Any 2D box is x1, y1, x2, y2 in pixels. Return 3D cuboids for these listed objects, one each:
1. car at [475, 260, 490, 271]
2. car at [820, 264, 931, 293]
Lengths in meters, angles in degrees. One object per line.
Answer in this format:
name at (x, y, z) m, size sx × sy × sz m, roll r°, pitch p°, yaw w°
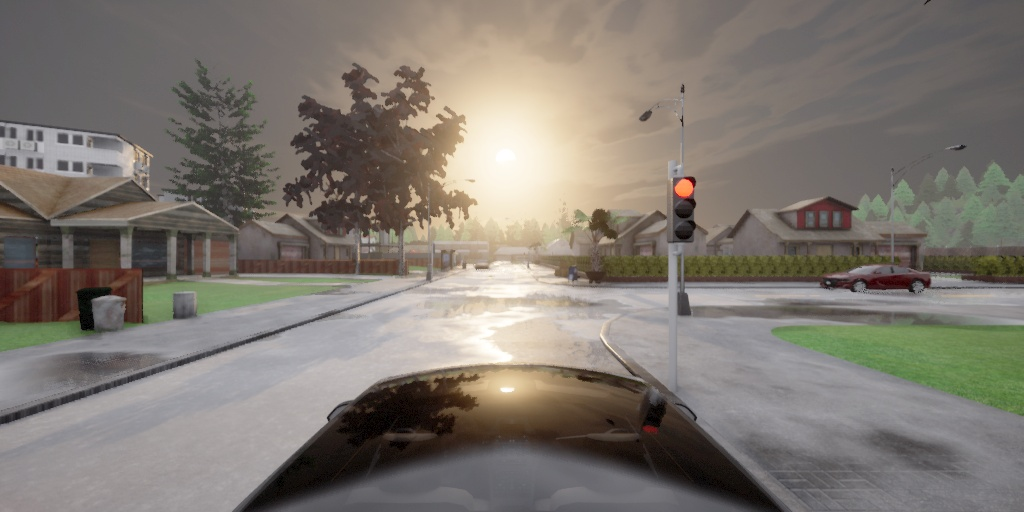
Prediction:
car at (-3.996, 1.260, 49.503) m, size 2.033 × 1.411 × 5.357 m, roll 0°, pitch 0°, yaw 0°
car at (20.114, 1.221, 19.964) m, size 5.008 × 1.535 × 1.882 m, roll 0°, pitch 0°, yaw 0°
